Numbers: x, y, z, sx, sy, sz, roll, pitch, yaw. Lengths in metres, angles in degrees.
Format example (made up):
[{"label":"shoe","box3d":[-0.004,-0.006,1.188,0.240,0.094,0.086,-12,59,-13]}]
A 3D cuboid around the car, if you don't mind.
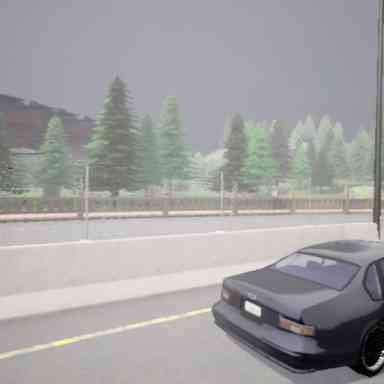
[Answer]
[{"label":"car","box3d":[2.927,1.534,5.458,5.357,1.411,2.033,1,1,-31]}]
